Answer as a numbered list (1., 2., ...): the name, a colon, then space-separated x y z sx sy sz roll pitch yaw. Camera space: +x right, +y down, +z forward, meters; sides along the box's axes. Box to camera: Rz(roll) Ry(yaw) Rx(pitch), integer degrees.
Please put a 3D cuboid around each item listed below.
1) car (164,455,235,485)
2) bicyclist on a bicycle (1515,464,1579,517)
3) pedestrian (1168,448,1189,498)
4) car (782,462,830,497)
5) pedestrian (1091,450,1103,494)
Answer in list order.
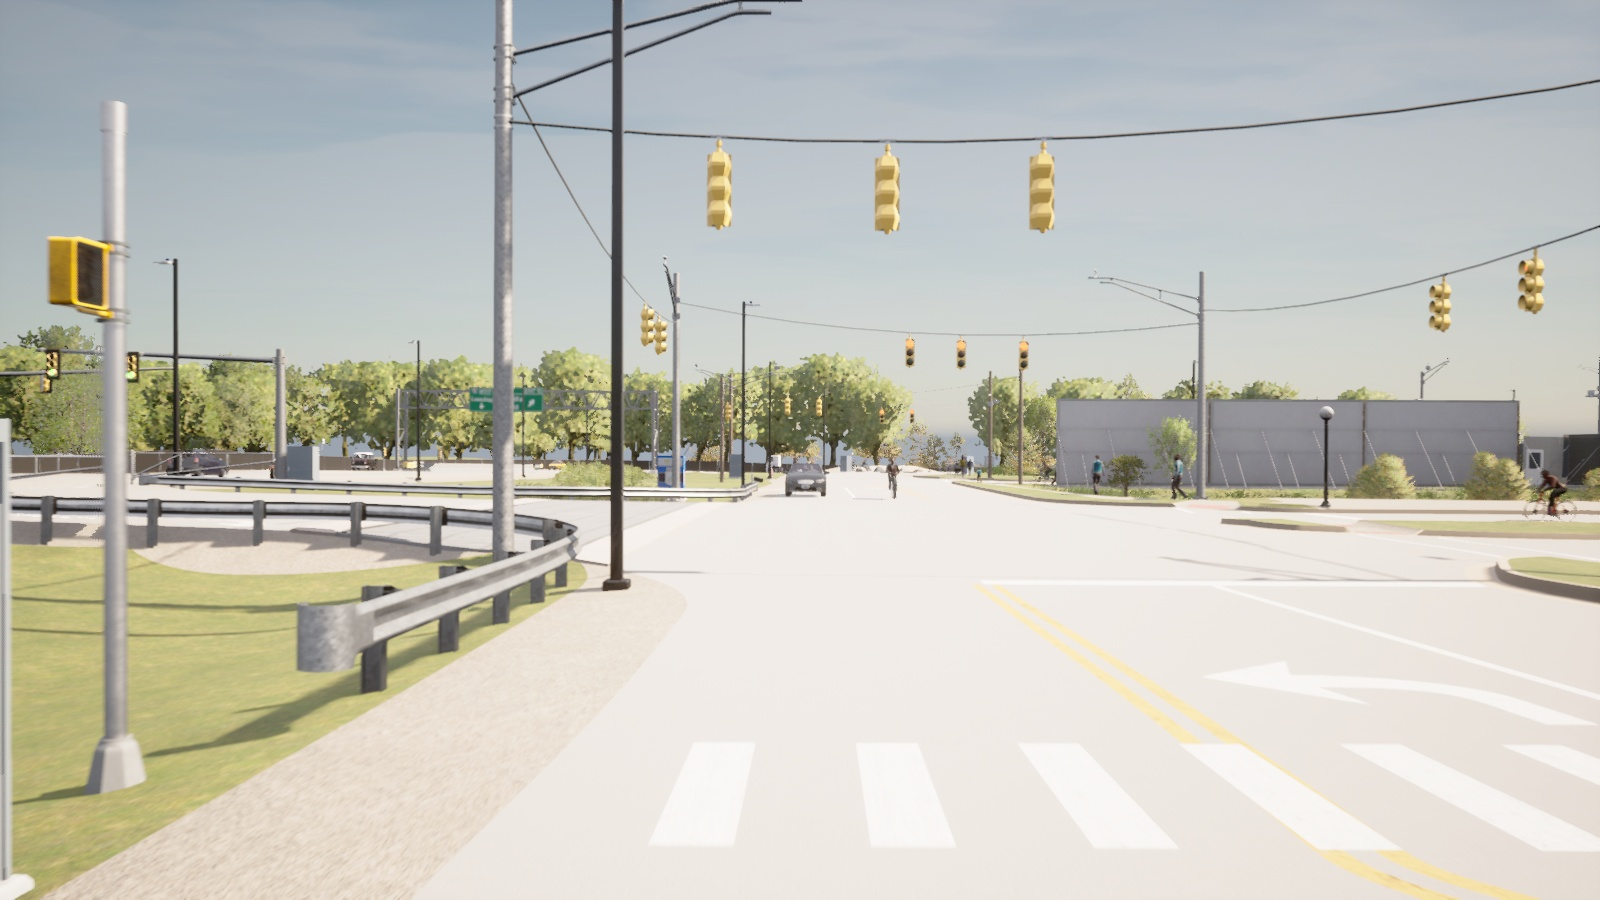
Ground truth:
1. car: -30.725 1.002 64.340 1.845 1.501 3.633 0 -1 1
2. bicyclist on a bicycle: 23.226 1.254 39.056 1.656 1.620 0.582 0 0 0
3. pedestrian: 14.875 0.900 49.379 0.692 1.930 0.396 0 1 31
4. car: 0.290 1.311 57.752 2.128 1.511 4.902 0 0 1
5. pedestrian: 13.195 0.959 55.777 0.396 1.930 0.692 0 1 2
